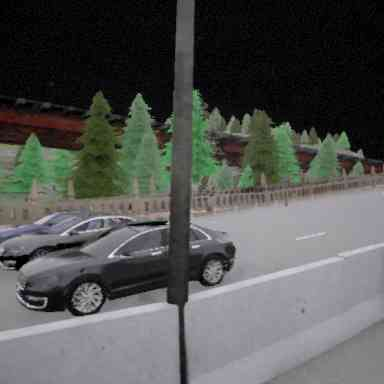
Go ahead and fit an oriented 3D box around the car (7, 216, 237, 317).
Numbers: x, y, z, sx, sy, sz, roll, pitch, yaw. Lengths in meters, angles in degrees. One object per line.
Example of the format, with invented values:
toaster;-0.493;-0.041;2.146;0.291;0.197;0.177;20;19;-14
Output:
car;-1.172;1.445;7.454;4.892;1.490;1.837;-2;1;-35

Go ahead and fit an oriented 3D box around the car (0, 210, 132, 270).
car;-3.180;1.428;10.321;4.902;1.511;2.128;-2;1;-35

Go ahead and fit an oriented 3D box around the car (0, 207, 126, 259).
car;-5.181;1.461;13.193;4.674;1.442;1.812;-2;1;-35
